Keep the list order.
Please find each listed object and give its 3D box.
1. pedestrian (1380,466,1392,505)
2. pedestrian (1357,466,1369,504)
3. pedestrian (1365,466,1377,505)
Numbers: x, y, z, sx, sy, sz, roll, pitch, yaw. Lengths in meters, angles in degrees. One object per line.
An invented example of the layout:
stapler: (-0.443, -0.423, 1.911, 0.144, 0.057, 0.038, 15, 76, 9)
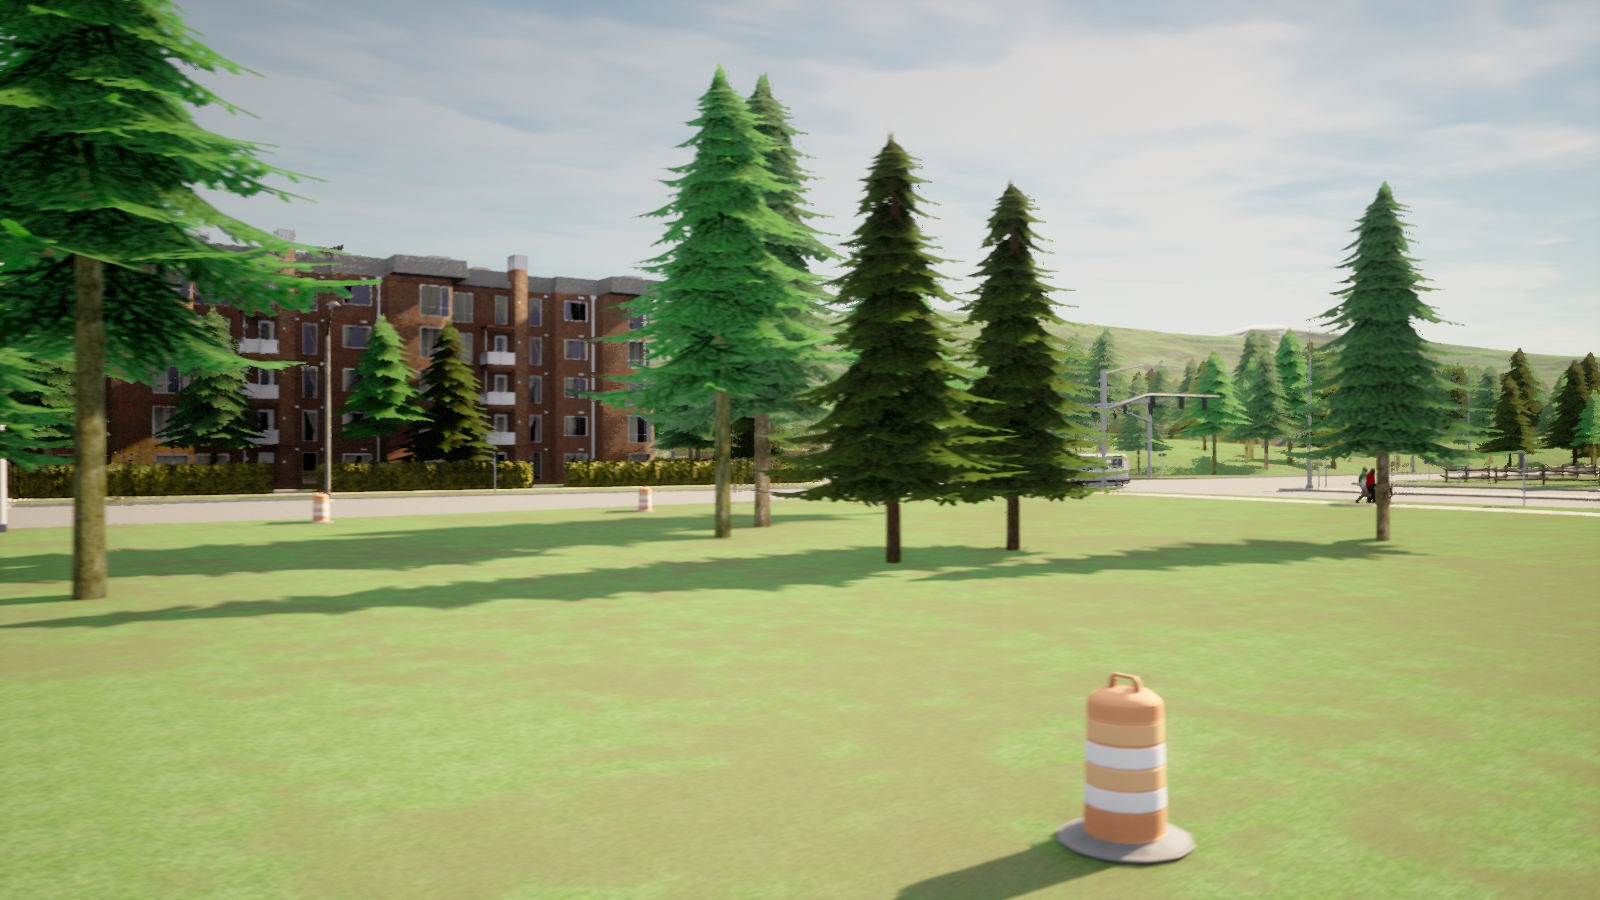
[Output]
pedestrian: (28.144, 1.696, 54.895, 0.375, 1.860, 0.375, 0, 0, -29)
pedestrian: (27.566, 1.697, 55.950, 0.375, 1.860, 0.375, 0, 0, -29)
pedestrian: (27.443, 1.696, 54.909, 0.375, 1.860, 0.375, 0, 0, -30)
